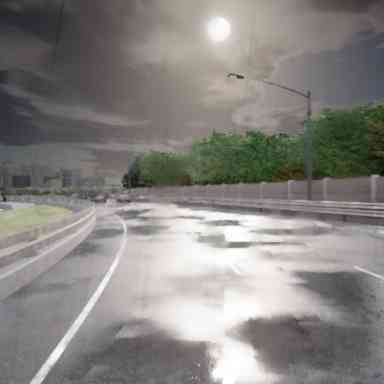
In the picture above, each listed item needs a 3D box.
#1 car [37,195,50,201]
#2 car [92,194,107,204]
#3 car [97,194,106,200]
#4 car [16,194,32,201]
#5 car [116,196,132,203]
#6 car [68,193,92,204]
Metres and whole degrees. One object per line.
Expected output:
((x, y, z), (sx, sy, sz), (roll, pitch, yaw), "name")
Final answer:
((-36.166, 1.498, 81.179), (4.902, 1.511, 2.128), (0, 0, 38), "car")
((-17.427, 1.439, 61.830), (1.812, 1.442, 4.674), (-1, 0, -40), "car")
((-24.189, 1.372, 88.353), (1.837, 1.490, 4.892), (0, 0, -21), "car")
((-40.320, 1.359, 79.974), (4.553, 1.767, 2.097), (0, 0, 35), "car")
((-13.015, 1.427, 63.517), (2.033, 1.411, 5.357), (0, 0, -26), "car")
((-20.691, 1.161, 60.322), (2.150, 2.045, 5.566), (-1, 0, -40), "car")
